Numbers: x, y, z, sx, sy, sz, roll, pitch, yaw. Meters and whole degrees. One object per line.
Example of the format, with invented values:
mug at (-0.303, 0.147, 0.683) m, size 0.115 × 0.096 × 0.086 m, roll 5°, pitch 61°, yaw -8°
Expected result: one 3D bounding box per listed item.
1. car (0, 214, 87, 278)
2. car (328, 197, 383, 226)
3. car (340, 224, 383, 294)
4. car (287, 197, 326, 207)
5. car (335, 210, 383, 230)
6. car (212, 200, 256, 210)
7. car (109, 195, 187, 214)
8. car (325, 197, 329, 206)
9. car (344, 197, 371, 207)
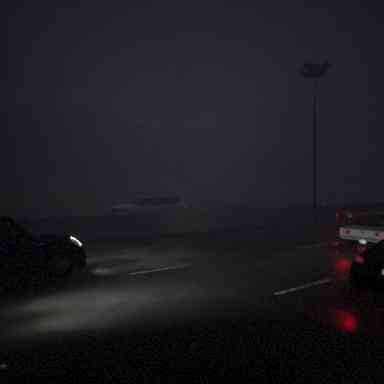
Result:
car at (-5.159, 1.353, 8.665) m, size 4.553 × 1.767 × 2.097 m, roll 0°, pitch 0°, yaw -36°
car at (10.579, 1.367, 19.895) m, size 4.553 × 1.767 × 2.097 m, roll 0°, pitch 0°, yaw -36°
car at (5.523, 1.571, 7.689) m, size 4.181 × 1.385 × 1.994 m, roll 0°, pitch 0°, yaw -36°
car at (13.342, 1.627, 39.305) m, size 4.718 × 1.301 × 1.895 m, roll 0°, pitch 0°, yaw -35°
car at (8.341, 1.612, 14.001) m, size 4.718 × 1.301 × 1.895 m, roll 0°, pitch 0°, yaw -36°
car at (4.807, 1.568, 37.523) m, size 5.357 × 1.411 × 2.033 m, roll 0°, pitch 0°, yaw -36°
car at (-2.947, 1.232, 23.388) m, size 5.566 × 2.045 × 2.150 m, roll 0°, pitch 0°, yaw -36°
car at (21.489, 1.585, 53.632) m, size 5.357 × 1.411 × 2.033 m, roll 0°, pitch 0°, yaw -34°
car at (26.173, 1.567, 52.626) m, size 4.674 × 1.442 × 1.812 m, roll -1°, pitch 1°, yaw -34°
